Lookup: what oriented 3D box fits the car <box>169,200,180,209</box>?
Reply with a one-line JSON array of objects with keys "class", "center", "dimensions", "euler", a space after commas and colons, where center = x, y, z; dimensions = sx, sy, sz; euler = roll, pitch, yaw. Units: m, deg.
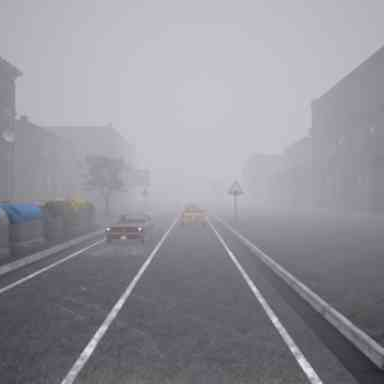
[{"class": "car", "center": [-3.065, 2.190, 59.044], "dimensions": [2.128, 1.511, 4.902], "euler": [0, 0, 0]}]

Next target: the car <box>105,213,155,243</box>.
[{"class": "car", "center": [-3.103, 1.805, 17.330], "dimensions": [1.895, 1.301, 4.718], "euler": [0, -1, 0]}]

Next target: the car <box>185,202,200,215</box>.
[{"class": "car", "center": [0.055, 2.043, 43.430], "dimensions": [1.837, 1.490, 4.892], "euler": [0, 0, 0]}]

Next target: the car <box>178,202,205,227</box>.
[{"class": "car", "center": [0.090, 1.773, 25.863], "dimensions": [1.801, 1.575, 5.366], "euler": [0, -1, 0]}]
